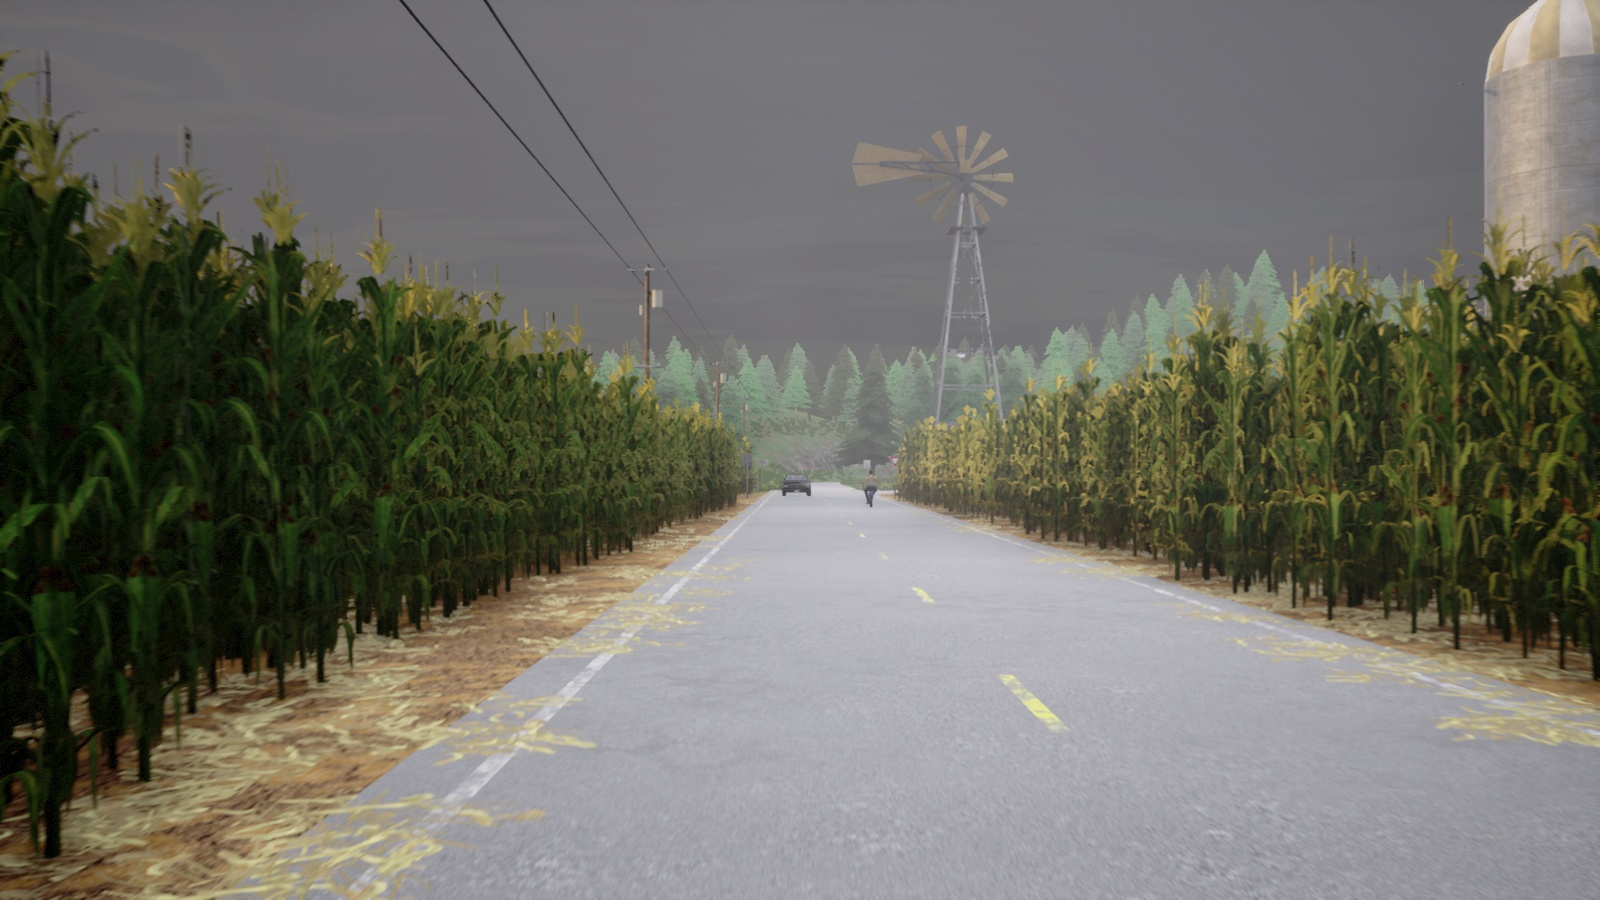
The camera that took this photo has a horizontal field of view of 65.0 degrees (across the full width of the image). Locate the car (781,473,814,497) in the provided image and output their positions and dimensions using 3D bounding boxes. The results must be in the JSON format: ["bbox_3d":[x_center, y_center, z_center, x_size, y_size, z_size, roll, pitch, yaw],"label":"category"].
[{"bbox_3d":[-0.201,2.192,79.402,2.033,1.411,5.357,0,-1,-1],"label":"car"}]
